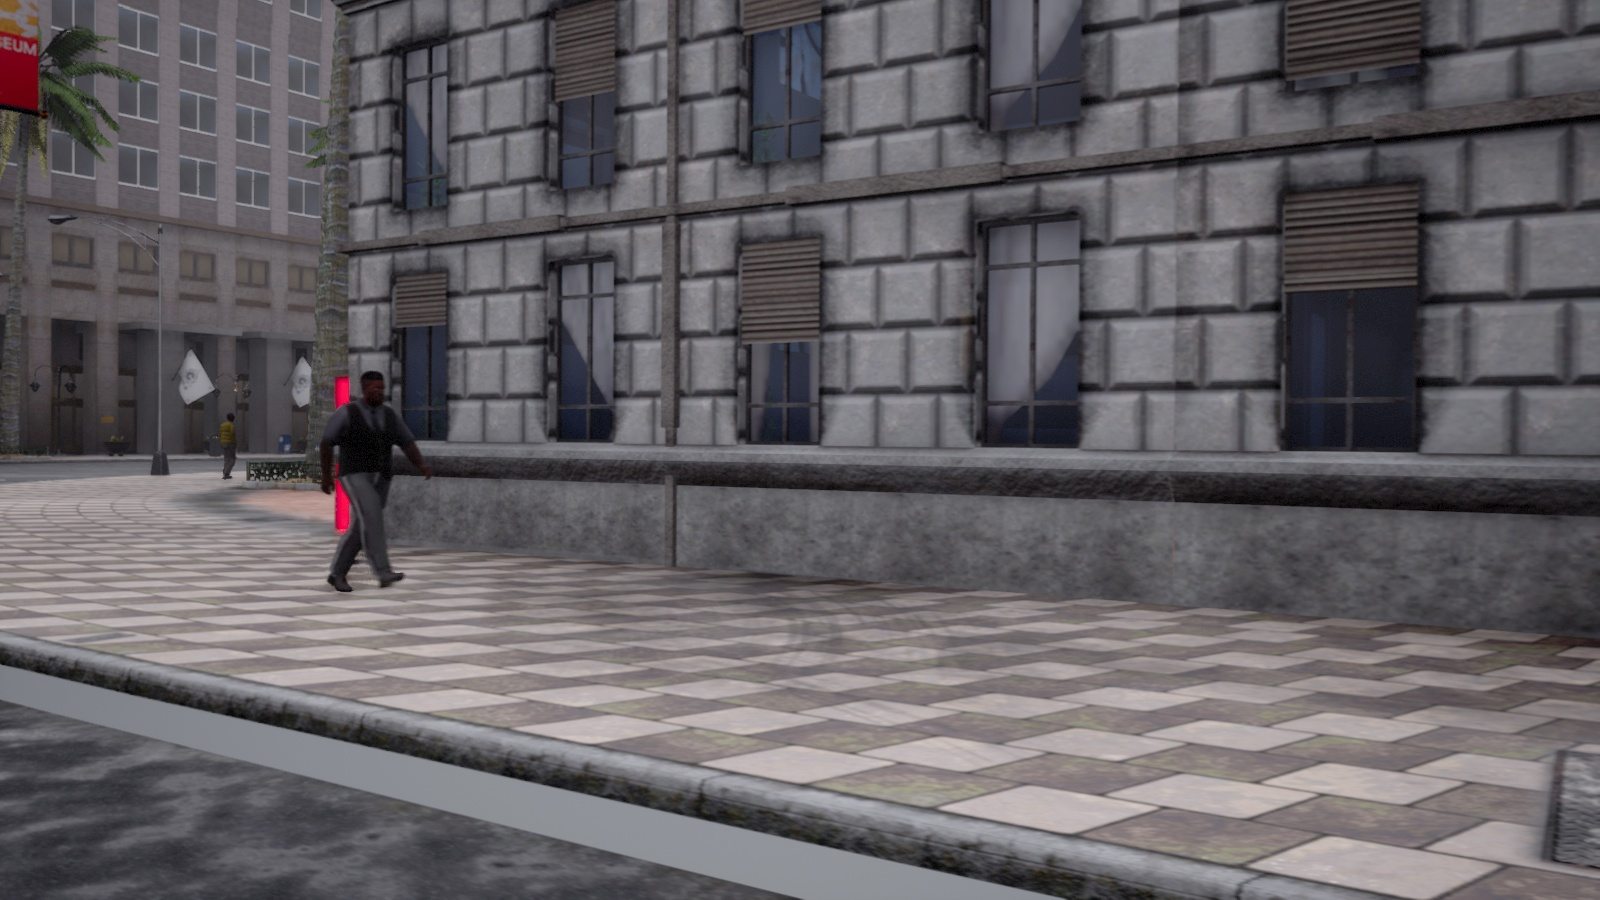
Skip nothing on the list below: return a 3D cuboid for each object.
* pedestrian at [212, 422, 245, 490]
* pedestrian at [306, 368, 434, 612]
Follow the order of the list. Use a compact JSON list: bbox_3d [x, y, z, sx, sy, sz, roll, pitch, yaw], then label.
[{"bbox_3d":[-15.557,0.151,34.215,0.370,1.835,0.726,0,1,25],"label":"pedestrian"},{"bbox_3d":[-3.486,0.304,10.176,0.849,1.883,0.563,0,1,35],"label":"pedestrian"}]
